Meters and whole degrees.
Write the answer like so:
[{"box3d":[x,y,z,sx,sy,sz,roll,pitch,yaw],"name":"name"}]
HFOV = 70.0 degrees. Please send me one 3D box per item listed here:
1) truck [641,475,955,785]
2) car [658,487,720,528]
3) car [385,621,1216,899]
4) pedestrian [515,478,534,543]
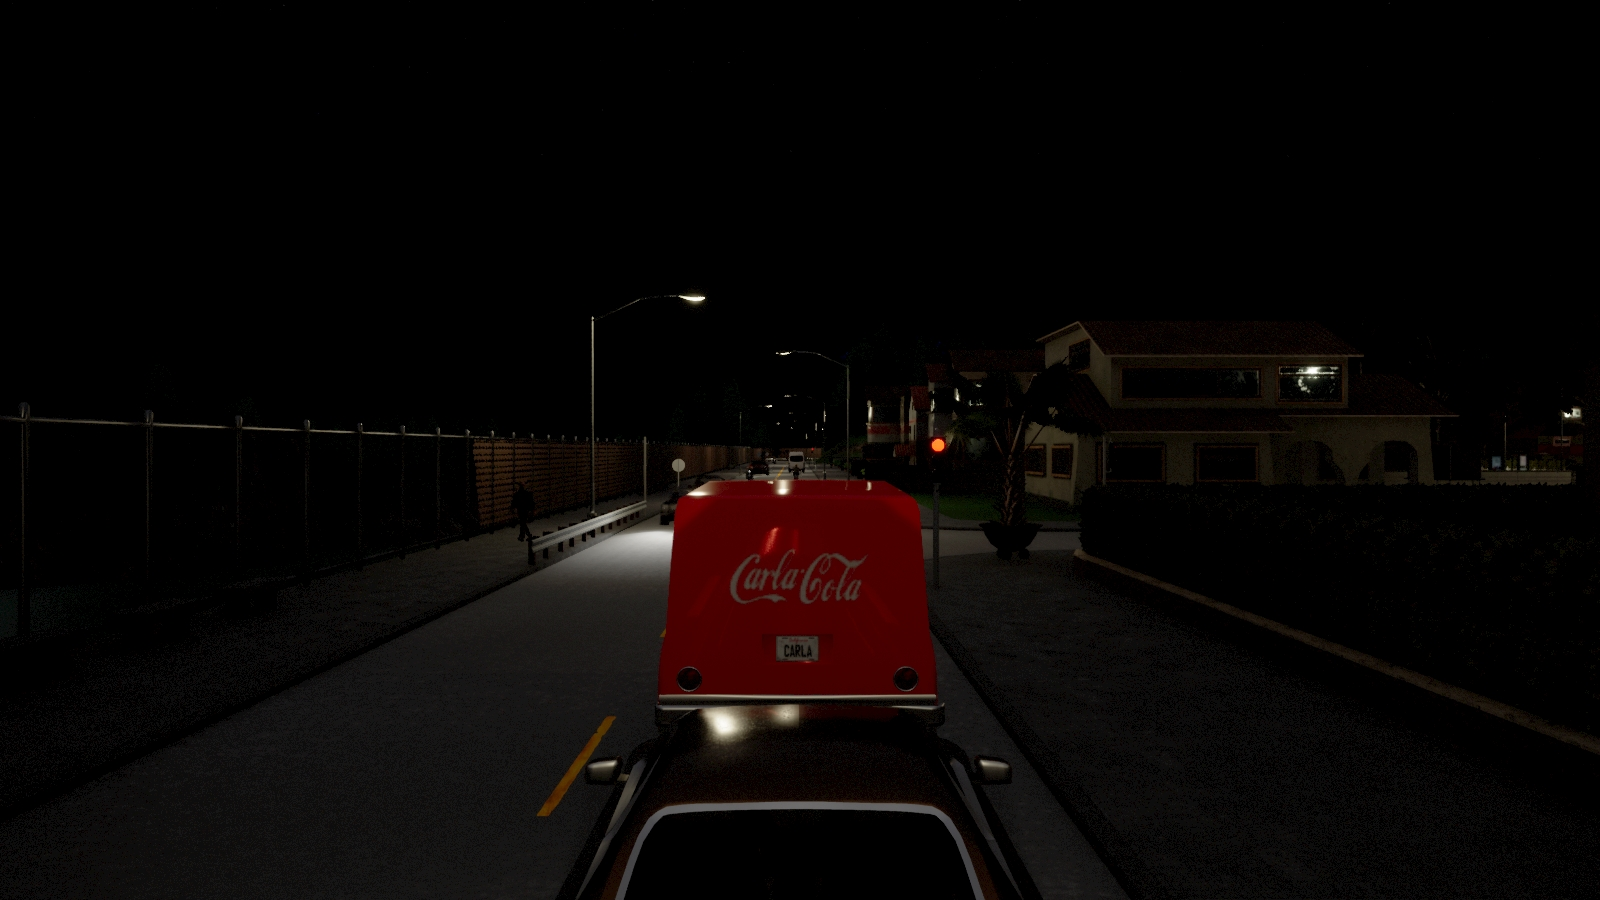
[{"box3d":[-0.025,1.564,12.158,2.627,2.467,5.204,0,0,0],"name":"truck"},{"box3d":[-4.122,2.140,43.157,1.895,1.301,4.718,0,0,0],"name":"car"},{"box3d":[-0.006,1.989,5.238,2.152,1.651,5.027,0,0,0],"name":"car"},{"box3d":[-7.958,1.733,33.003,0.375,1.860,0.375,0,0,14],"name":"pedestrian"}]
